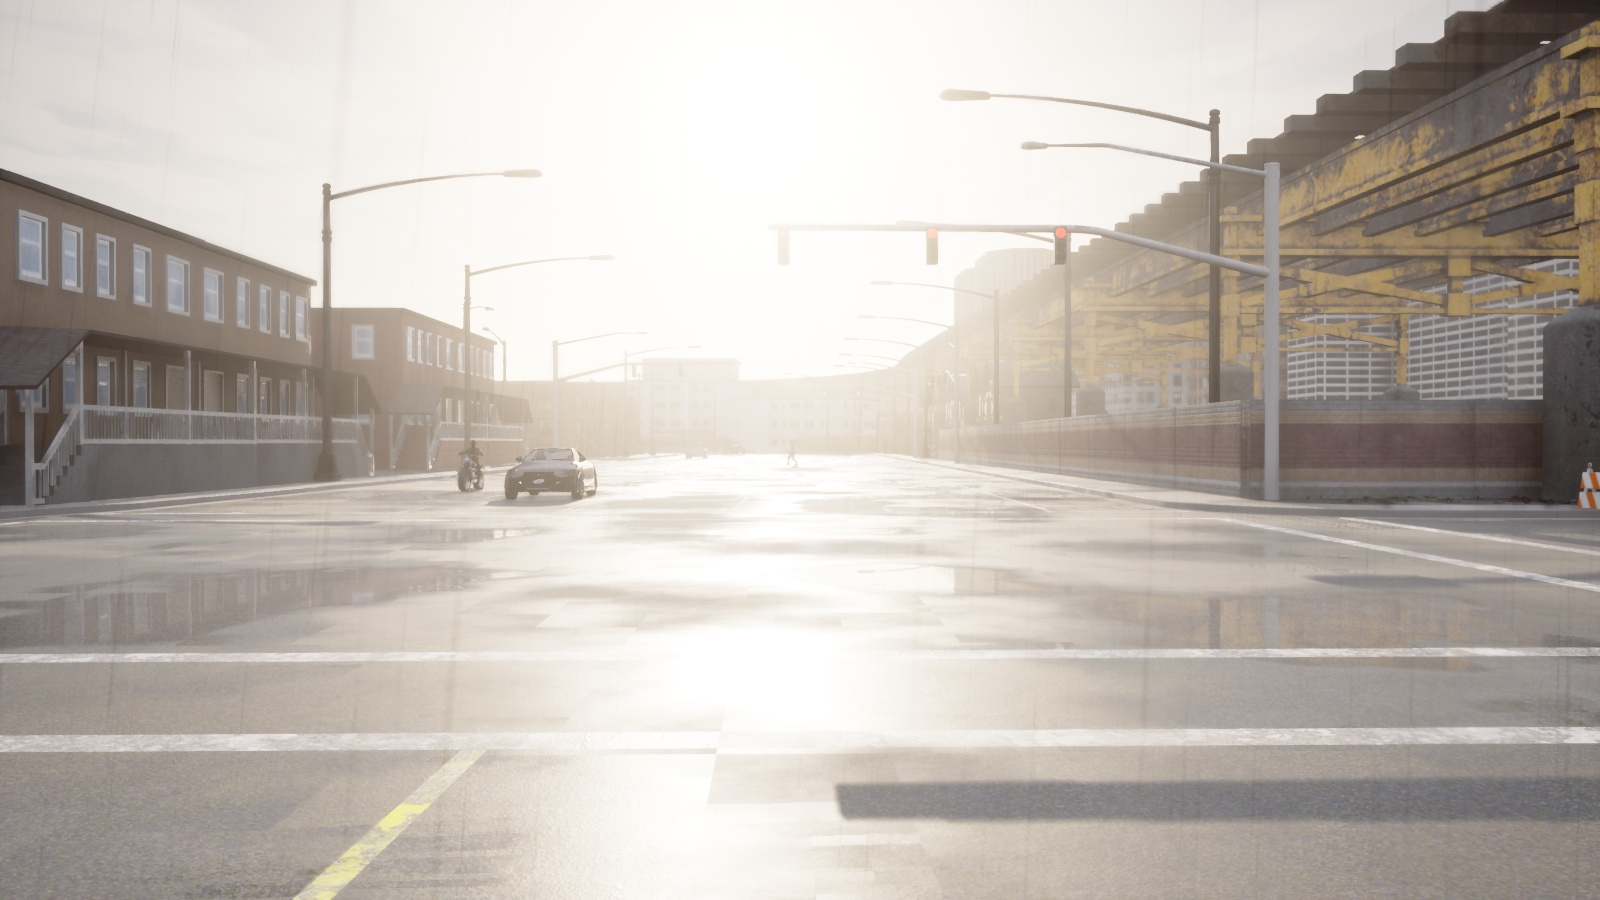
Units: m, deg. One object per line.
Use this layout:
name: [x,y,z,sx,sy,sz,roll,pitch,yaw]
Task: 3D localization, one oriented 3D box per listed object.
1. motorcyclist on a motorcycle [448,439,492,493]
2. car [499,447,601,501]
motorcyclist on a motorcycle: [-10.262,0.468,39.126,0.766,1.649,2.350,0,0,0]
car: [-6.793,0.610,34.588,1.994,1.385,4.181,0,0,0]
